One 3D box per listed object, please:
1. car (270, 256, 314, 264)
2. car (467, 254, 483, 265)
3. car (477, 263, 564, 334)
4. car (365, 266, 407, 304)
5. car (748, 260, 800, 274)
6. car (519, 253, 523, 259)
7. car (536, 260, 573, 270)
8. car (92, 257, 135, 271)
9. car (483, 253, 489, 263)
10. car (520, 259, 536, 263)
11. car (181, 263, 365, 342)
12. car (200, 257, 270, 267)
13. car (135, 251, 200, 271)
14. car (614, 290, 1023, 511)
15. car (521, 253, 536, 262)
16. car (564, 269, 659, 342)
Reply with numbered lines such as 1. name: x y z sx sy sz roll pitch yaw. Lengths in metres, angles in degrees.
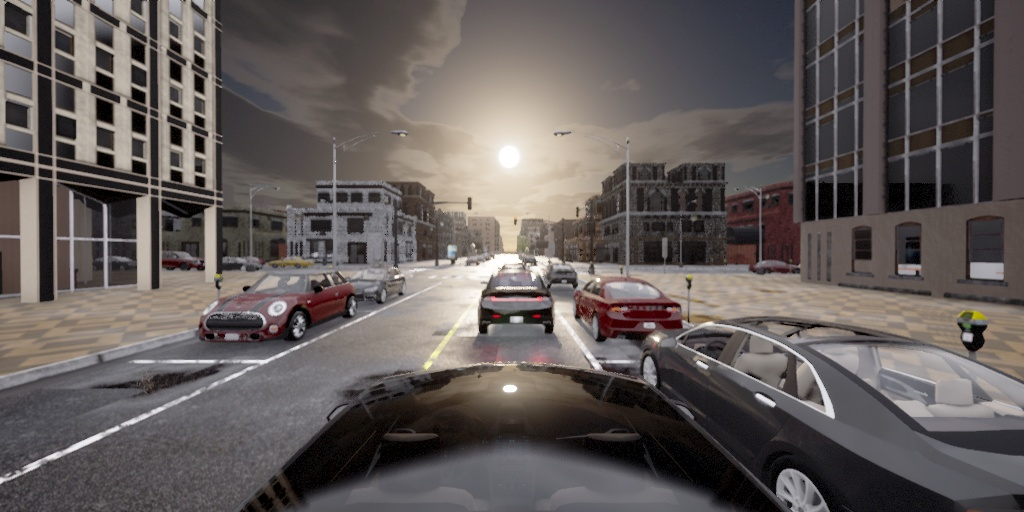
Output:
1. car: -25.469 0.677 41.421 4.829 1.417 1.751 0 0 1
2. car: -5.709 0.665 53.046 1.802 1.307 4.207 0 0 0
3. car: 0.098 1.131 10.164 2.128 1.511 4.902 0 1 0
4. car: -5.695 1.128 14.971 2.007 1.370 4.403 0 0 0
5. car: 23.631 1.032 32.270 4.207 1.307 1.802 0 0 1
6. car: 2.667 0.522 64.078 1.802 1.307 4.207 0 0 0
7. car: 2.683 1.054 20.649 2.007 1.370 4.403 0 0 0
8. car: -36.500 0.717 33.204 4.403 1.370 2.007 0 0 1
9. car: -5.714 0.490 64.089 2.007 1.370 4.403 0 0 0
10. car: 0.092 1.068 20.587 1.994 1.385 4.181 0 1 0
11. car: -5.693 1.091 9.280 1.967 1.591 4.097 0 0 0
12. car: -25.427 0.766 33.039 4.403 1.370 2.007 0 0 1
13. car: -30.963 0.505 33.122 5.009 1.841 2.192 0 0 1
14. car: 2.690 1.276 3.574 2.007 1.370 4.403 0 0 0
15. car: 2.671 0.648 53.036 1.948 1.339 4.313 0 0 0
16. car: 2.688 1.197 9.266 1.888 1.381 4.507 0 0 0
